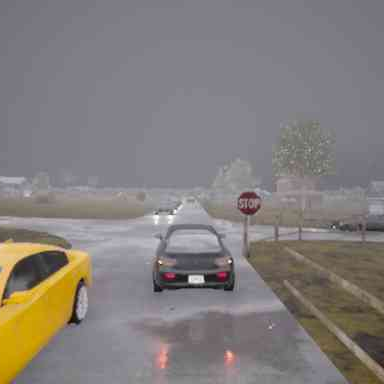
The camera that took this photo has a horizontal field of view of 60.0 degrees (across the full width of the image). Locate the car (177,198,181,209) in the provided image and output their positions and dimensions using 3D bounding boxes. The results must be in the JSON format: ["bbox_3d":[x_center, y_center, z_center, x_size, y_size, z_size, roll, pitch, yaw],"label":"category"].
[{"bbox_3d":[-2.986,1.793,46.143,1.994,1.385,4.181,0,0,0],"label":"car"}]

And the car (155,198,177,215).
[{"bbox_3d":[-2.965,1.688,36.999,1.837,1.490,4.892,0,0,0],"label":"car"}]

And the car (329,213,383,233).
[{"bbox_3d":[12.670,2.205,23.464,5.357,1.411,2.033,2,0,-2],"label":"car"}]

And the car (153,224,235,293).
[{"bbox_3d":[-0.023,1.567,8.879,1.812,1.442,4.674,0,0,-3],"label":"car"}]

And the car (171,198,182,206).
[{"bbox_3d":[-2.990,1.946,65.832,1.895,1.301,4.718,0,0,0],"label":"car"}]

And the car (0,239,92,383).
[{"bbox_3d":[-2.848,1.498,4.376,1.882,1.535,5.008,0,0,0],"label":"car"}]

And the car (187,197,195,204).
[{"bbox_3d":[-0.248,1.898,78.325,1.882,1.535,5.008,0,0,0],"label":"car"}]
